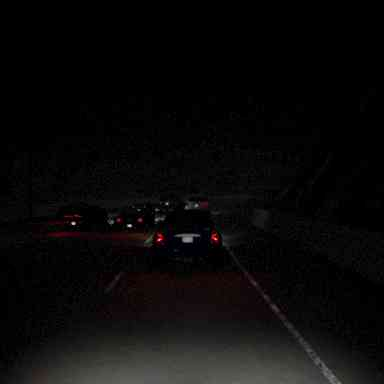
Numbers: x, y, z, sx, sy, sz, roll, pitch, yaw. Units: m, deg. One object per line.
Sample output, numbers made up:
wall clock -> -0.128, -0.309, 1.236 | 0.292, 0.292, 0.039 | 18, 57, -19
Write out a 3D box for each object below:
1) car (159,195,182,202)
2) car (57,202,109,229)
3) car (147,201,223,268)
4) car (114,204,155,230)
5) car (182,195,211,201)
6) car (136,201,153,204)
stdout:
car -> -2.283, 1.318, 37.460 | 2.150, 2.045, 5.566 | -1, 0, 7
car -> -6.998, 1.610, 22.284 | 1.837, 1.490, 4.892 | -1, 0, 2
car -> -0.157, 1.377, 11.545 | 2.097, 1.767, 4.553 | 0, 0, -1
car -> -3.548, 1.674, 21.511 | 1.895, 1.301, 4.718 | 0, 0, 2
car -> 0.645, 1.281, 32.177 | 2.150, 2.045, 5.566 | -1, 0, 5
car -> -5.566, 1.727, 39.236 | 1.895, 1.301, 4.718 | 0, 0, 7
